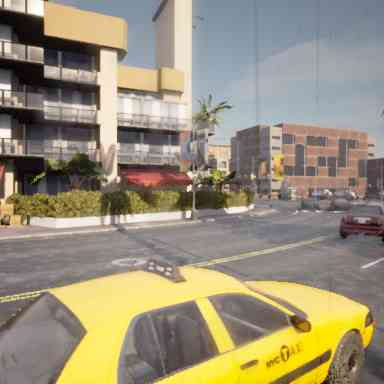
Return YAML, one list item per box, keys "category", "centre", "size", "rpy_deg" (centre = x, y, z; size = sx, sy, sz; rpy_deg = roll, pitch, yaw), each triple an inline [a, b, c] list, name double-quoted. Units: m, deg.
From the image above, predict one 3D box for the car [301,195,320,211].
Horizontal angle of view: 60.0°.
- category: "car"
  centre: [14.661, 1.485, 41.366]
  size: [1.837, 1.490, 4.892]
  rpy_deg: [0, -1, 13]

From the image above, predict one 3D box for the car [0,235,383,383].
- category: "car"
  centre: [-0.046, 1.453, 3.368]
  size: [5.366, 1.575, 1.801]
  rpy_deg: [0, 0, -38]

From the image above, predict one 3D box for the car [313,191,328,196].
- category: "car"
  centre: [34.339, 1.210, 86.109]
  size: [2.185, 1.767, 4.553]
  rpy_deg: [0, 0, -24]

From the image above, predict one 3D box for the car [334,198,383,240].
- category: "car"
  centre: [9.037, 1.344, 16.594]
  size: [2.097, 1.767, 4.553]
  rpy_deg: [0, 0, 40]

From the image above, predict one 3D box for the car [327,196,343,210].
- category: "car"
  centre: [18.025, 1.505, 40.433]
  size: [1.812, 1.442, 4.674]
  rpy_deg: [0, 0, 13]
